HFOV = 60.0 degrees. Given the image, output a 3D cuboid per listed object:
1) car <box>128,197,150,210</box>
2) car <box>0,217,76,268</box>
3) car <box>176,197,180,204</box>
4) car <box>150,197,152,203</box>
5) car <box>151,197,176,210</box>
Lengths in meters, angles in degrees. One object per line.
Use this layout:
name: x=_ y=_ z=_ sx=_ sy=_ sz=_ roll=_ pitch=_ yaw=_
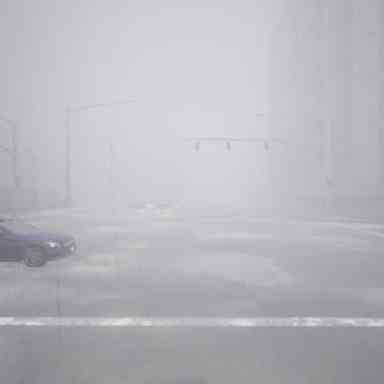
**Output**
car: x=-7.129 y=1.459 z=43.686 sx=1.882 sy=1.535 sz=5.008 roll=0 pitch=0 yaw=1
car: x=-6.155 y=1.549 z=10.631 sx=4.674 sy=1.442 sz=1.812 roll=0 pitch=0 yaw=0
car: x=-3.310 y=1.539 z=61.019 sx=1.994 sy=1.385 sz=4.181 roll=0 pitch=0 yaw=1
car: x=-6.820 y=1.576 z=60.610 sx=1.895 sy=1.301 sz=4.718 roll=0 pitch=0 yaw=1
car: x=-3.630 y=1.529 z=43.703 sx=2.033 sy=1.411 sz=5.357 roll=0 pitch=0 yaw=1
